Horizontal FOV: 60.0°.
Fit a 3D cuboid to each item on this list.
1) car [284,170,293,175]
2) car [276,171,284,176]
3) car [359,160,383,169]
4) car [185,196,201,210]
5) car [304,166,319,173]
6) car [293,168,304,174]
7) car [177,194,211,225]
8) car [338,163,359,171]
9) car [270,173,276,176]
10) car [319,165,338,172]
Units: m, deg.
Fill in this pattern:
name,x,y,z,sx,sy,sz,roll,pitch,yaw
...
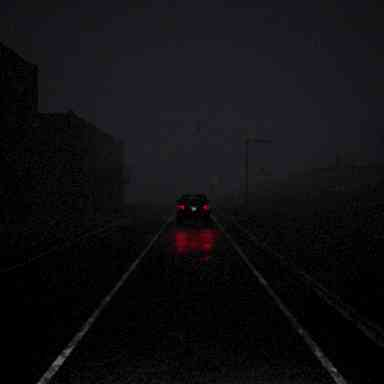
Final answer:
name,x,y,z,sx,sy,sz,roll,pitch,yaw
car,22.156,-4.122,71.575,2.002,1.452,4.674,0,1,-2
car,21.928,-4.281,77.117,2.231,1.521,4.892,0,1,-1
car,25.080,-3.541,44.007,2.231,1.521,4.892,0,1,-8
car,0.136,1.299,41.275,1.882,1.535,5.008,0,0,0
car,22.967,-4.040,60.532,2.185,1.767,4.553,0,1,-5
car,22.504,-4.038,66.038,2.097,1.535,5.008,0,1,-4
car,0.117,1.122,23.047,2.150,2.045,5.566,0,0,0
car,24.280,-3.624,49.368,2.002,1.452,4.674,0,1,-7
car,21.804,-4.382,82.634,2.231,1.521,4.892,0,1,-1
car,23.582,-3.758,54.842,2.163,1.488,4.792,0,1,-6
